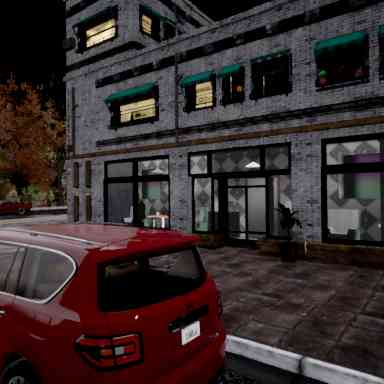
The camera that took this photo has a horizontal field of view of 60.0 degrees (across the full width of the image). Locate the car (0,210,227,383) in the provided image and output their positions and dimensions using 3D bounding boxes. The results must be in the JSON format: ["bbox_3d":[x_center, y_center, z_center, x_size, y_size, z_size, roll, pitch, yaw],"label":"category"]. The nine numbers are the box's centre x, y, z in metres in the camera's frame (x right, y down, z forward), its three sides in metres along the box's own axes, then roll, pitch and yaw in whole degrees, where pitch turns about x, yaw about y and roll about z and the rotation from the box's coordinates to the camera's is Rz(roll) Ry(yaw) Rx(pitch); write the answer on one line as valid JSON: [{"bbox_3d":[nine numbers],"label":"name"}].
[{"bbox_3d":[-1.951,1.316,4.303,5.009,1.841,2.192,0,-1,36],"label":"car"}]

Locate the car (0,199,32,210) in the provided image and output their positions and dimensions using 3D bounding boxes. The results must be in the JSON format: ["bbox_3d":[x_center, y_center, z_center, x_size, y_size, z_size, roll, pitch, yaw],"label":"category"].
[{"bbox_3d":[-17.558,1.459,30.744,1.895,1.301,4.718,-1,0,37],"label":"car"}]
